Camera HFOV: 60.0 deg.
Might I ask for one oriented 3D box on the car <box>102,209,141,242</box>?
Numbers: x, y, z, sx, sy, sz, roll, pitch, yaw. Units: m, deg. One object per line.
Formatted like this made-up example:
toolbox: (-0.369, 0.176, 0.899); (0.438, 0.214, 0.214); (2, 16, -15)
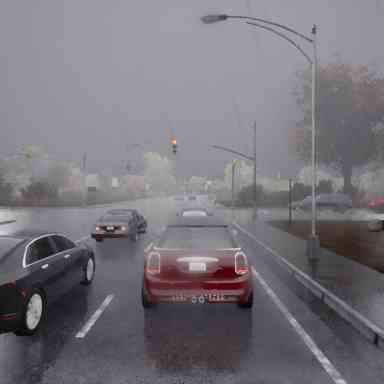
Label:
car: (-3.386, 1.547, 16.317); (2.033, 1.411, 5.357); (0, 0, 0)

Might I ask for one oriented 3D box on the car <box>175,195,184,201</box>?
car: (-3.413, 1.545, 85.313); (1.994, 1.385, 4.181); (0, 0, 0)

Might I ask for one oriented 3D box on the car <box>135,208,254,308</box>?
car: (0.107, 1.352, 8.072); (2.097, 1.767, 4.553); (0, 0, 0)

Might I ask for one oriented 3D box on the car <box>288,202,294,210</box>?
car: (14.025, 1.504, 39.933); (4.892, 1.490, 1.837); (0, 0, 3)

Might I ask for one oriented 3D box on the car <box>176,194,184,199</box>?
car: (-3.364, 1.402, 95.340); (1.994, 1.385, 4.181); (0, 0, 1)

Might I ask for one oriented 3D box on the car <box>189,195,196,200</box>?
car: (0.137, 1.524, 95.344); (1.812, 1.442, 4.674); (0, 0, 1)

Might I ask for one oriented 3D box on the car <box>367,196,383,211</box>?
car: (23.859, 1.211, 39.391); (5.566, 2.045, 2.150); (0, 0, 3)

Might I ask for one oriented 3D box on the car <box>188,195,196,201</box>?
car: (0.085, 1.500, 84.990); (1.837, 1.490, 4.892); (0, 0, 0)

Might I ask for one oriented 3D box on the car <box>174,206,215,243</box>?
car: (0.116, 1.526, 17.111); (1.812, 1.442, 4.674); (0, 0, 0)

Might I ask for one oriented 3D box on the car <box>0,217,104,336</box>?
car: (-3.392, 1.505, 6.659); (1.837, 1.490, 4.892); (0, 0, 0)

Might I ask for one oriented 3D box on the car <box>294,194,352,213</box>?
car: (14.501, 1.221, 36.398); (5.566, 2.045, 2.150); (0, 0, 3)
